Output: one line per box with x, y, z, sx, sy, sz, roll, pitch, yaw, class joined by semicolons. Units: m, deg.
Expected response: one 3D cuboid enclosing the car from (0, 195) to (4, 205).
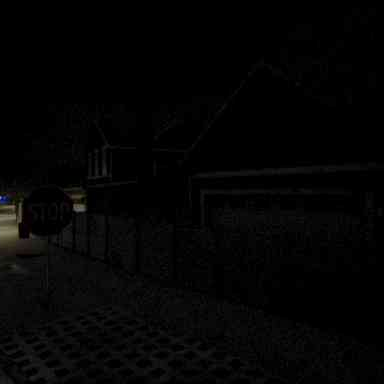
-29.497;1.530;48.820;1.895;1.301;4.718;0;0;-20;car

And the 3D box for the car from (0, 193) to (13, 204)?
-32.951;1.115;58.202;2.150;2.045;5.566;0;0;-20;car
